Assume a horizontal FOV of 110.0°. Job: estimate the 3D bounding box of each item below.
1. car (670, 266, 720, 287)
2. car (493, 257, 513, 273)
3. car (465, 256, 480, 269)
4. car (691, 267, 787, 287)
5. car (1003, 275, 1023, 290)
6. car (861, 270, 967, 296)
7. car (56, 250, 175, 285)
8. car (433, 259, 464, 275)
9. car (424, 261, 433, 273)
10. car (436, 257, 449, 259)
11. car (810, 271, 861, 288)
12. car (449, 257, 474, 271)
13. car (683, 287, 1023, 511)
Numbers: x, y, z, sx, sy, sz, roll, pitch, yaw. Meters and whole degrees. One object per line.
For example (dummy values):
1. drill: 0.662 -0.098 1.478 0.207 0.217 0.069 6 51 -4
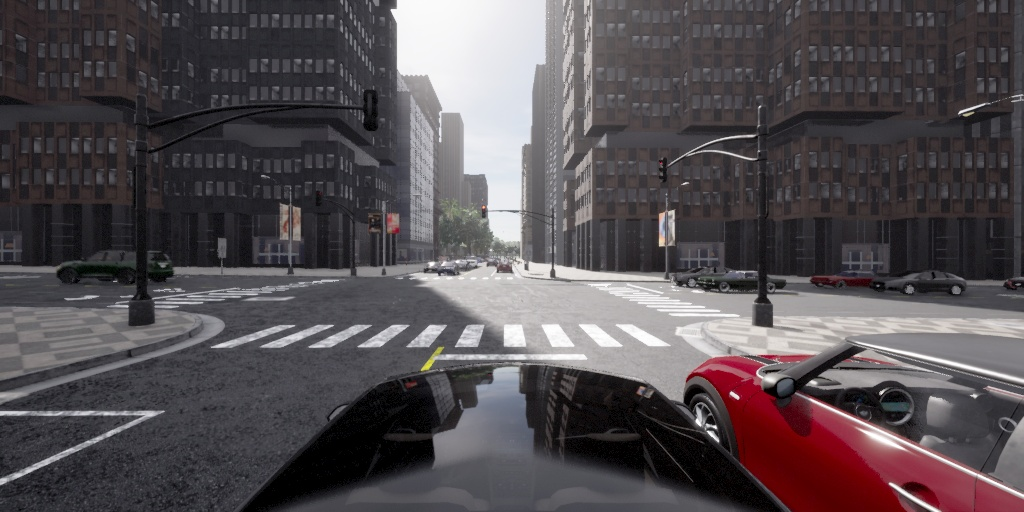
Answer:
1. car: 13.854 1.476 25.598 4.892 1.490 1.837 1 0 -1
2. car: -0.904 1.197 43.539 1.967 1.591 4.097 0 0 -1
3. car: -6.961 1.015 59.232 2.150 2.045 5.566 0 0 0
4. car: 14.161 1.580 22.352 4.718 1.301 1.895 1 0 -3
5. car: 38.535 1.893 25.898 4.181 1.385 1.994 1 0 -1
6. car: 25.374 1.646 22.496 4.892 1.490 1.837 1 0 -1
7. car: -23.970 0.662 21.855 5.566 2.045 2.150 1 0 -1
8. car: -6.684 1.294 38.334 2.033 1.411 5.357 0 0 -1
9. car: -9.428 1.323 43.426 1.948 1.339 4.313 0 0 -1
10. car: -9.502 1.084 48.851 2.192 1.841 5.009 0 0 -1
11. car: 24.282 1.723 25.719 4.718 1.301 1.895 1 0 -1
12. car: -6.831 1.261 48.601 2.128 1.511 4.902 0 0 -1
13. car: 2.761 1.190 2.173 1.967 1.591 4.097 0 0 0
